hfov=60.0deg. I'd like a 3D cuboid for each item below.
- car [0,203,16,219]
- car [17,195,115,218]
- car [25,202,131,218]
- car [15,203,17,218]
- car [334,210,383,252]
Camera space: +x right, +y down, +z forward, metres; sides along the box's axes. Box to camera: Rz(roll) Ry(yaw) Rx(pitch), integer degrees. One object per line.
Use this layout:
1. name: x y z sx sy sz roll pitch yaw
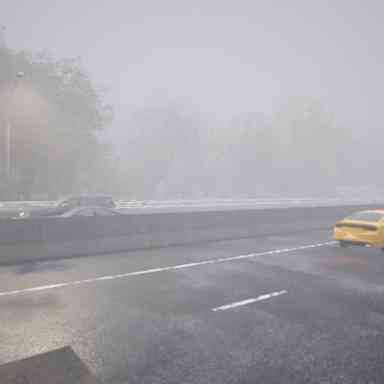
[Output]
1. car: -13.224 1.550 24.655 5.357 1.411 2.033 0 0 -35
2. car: -7.259 1.227 20.309 5.566 2.045 2.150 0 0 -35
3. car: -5.587 1.482 17.203 5.008 1.535 1.882 0 0 -35
4. car: -9.344 1.530 23.119 4.674 1.442 1.812 0 0 -35
5. car: 7.937 1.490 13.837 5.008 1.535 1.882 0 0 -36
